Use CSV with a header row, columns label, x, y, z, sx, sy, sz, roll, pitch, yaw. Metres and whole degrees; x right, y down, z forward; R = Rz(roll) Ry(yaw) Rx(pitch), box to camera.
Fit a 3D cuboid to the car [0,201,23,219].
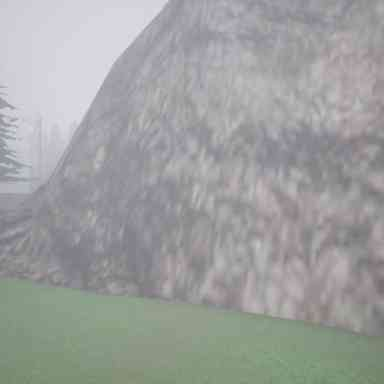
label,x,y,z,sx,sy,sz,roll,pitch,yaw
car,-16.156,1.491,26.671,2.128,1.511,4.902,0,0,29
